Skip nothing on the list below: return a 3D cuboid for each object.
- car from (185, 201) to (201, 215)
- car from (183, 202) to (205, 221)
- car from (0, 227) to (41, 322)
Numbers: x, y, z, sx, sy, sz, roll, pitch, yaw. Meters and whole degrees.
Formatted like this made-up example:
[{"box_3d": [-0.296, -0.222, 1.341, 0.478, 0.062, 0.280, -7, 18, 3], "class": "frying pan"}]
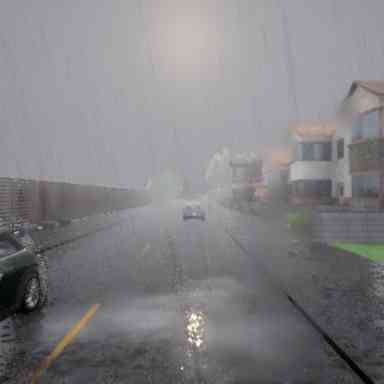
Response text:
[{"box_3d": [0.178, 1.931, 41.794, 1.882, 1.535, 5.008, 0, 0, 0], "class": "car"}, {"box_3d": [0.162, 1.897, 30.655, 1.994, 1.385, 4.181, 0, -1, 0], "class": "car"}, {"box_3d": [-4.085, 1.404, 4.768, 2.097, 1.767, 4.553, 0, -1, 0], "class": "car"}]
